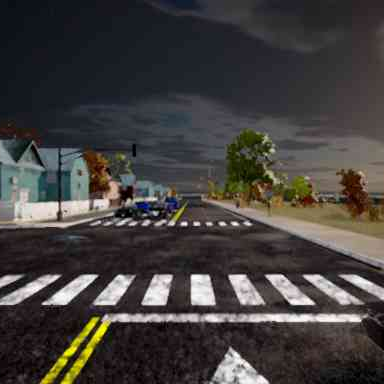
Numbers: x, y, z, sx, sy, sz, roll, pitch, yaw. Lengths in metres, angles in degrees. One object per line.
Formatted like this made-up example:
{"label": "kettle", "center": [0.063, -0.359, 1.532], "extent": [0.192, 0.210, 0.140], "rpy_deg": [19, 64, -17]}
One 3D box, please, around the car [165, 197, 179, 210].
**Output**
{"label": "car", "center": [-3.314, 1.767, 53.575], "extent": [2.150, 2.045, 5.566], "rpy_deg": [0, -1, 0]}

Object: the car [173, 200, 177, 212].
{"label": "car", "center": [-3.332, 2.026, 42.302], "extent": [1.895, 1.301, 4.718], "rpy_deg": [0, -1, 0]}

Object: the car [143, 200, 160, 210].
{"label": "car", "center": [-6.557, 2.047, 54.309], "extent": [2.128, 1.511, 4.902], "rpy_deg": [0, -1, 0]}

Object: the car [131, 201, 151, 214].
{"label": "car", "center": [-6.578, 1.914, 43.295], "extent": [1.882, 1.535, 5.008], "rpy_deg": [0, -1, 0]}

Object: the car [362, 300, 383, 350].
{"label": "car", "center": [3.351, 1.571, 2.280], "extent": [2.033, 1.411, 5.357], "rpy_deg": [0, -1, 0]}

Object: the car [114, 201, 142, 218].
{"label": "car", "center": [-6.585, 1.941, 34.140], "extent": [1.895, 1.301, 4.718], "rpy_deg": [0, -1, 0]}

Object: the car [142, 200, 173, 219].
{"label": "car", "center": [-3.336, 1.820, 33.057], "extent": [2.128, 1.511, 4.902], "rpy_deg": [0, -1, 0]}
